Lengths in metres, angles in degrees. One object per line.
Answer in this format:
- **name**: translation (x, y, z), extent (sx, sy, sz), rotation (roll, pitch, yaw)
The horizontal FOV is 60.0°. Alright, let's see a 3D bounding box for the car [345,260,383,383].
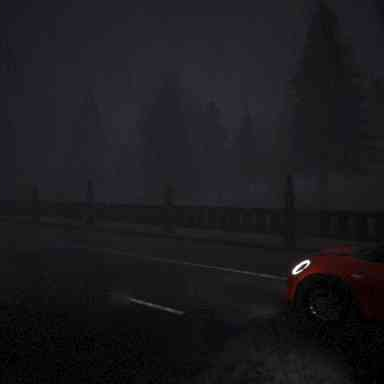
- **car**: translation (3.527, 1.507, 1.470), extent (4.892, 1.490, 1.837), rotation (0, 0, 36)

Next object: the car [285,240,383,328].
- **car**: translation (3.928, 1.353, 5.479), extent (4.553, 1.767, 2.097), rotation (0, 0, 36)
